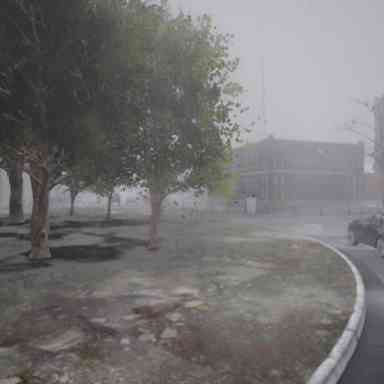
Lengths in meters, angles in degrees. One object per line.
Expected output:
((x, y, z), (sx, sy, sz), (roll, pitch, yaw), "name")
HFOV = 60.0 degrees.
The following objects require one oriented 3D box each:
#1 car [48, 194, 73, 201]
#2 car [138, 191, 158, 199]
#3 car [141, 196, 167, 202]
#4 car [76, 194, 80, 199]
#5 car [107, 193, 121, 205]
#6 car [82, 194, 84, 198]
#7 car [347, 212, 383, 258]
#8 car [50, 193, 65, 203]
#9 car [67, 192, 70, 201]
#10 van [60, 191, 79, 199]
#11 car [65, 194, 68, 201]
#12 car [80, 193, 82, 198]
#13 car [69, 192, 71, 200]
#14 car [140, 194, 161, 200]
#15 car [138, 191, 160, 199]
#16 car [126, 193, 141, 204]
((-29.487, 1.212, 74.479), (4.892, 1.521, 2.231), (0, 1, -10), "car")
((-12.364, 0.774, 92.794), (5.566, 2.045, 2.435), (0, 1, -10), "car")
((-7.362, 1.372, 65.451), (4.792, 1.488, 2.163), (0, 0, -10), "car")
((-30.505, 0.890, 79.895), (5.566, 2.045, 2.435), (0, 1, -10), "car")
((-13.562, 1.125, 58.117), (2.150, 2.045, 5.566), (0, 0, -12), "car")
((-31.978, 1.038, 88.037), (5.008, 1.535, 2.097), (0, 1, -10), "car")
((7.491, 1.495, 12.599), (2.128, 1.511, 4.902), (0, 0, 7), "car")
((-27.455, 1.195, 63.629), (4.553, 1.767, 2.185), (0, 0, -10), "car")
((-28.481, 1.309, 69.053), (4.674, 1.452, 2.002), (0, 1, -10), "car")
((-31.359, 0.847, 85.345), (4.442, 1.987, 1.878), (0, 1, -10), "van")
((-27.990, 1.297, 66.341), (5.008, 1.535, 2.097), (0, 0, -10), "car")
((-30.794, 1.104, 82.648), (5.366, 1.575, 1.946), (0, 1, -10), "car")
((-28.951, 1.116, 71.768), (4.553, 1.767, 2.185), (0, 1, -10), "car")
((-10.341, 1.170, 81.866), (5.008, 1.535, 2.097), (0, 1, -10), "car")
((-11.284, 0.848, 87.212), (5.566, 2.045, 2.435), (0, 1, -10), "car")
((-10.800, 1.446, 59.408), (2.033, 1.411, 5.357), (0, 0, -12), "car")
